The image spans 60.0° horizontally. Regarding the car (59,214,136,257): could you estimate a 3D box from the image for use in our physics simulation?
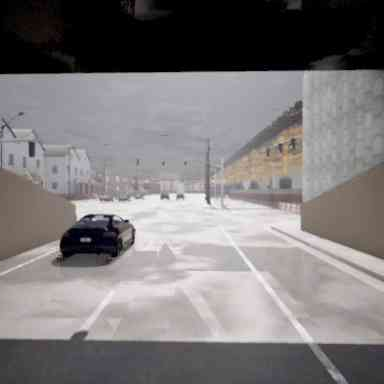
[{"bbox_3d":[-3.427,1.516,12.771,1.994,1.385,4.181,0,0,0],"label":"car"}]

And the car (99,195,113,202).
[{"bbox_3d":[-16.879,1.284,65.785,1.812,1.442,4.674,0,0,2],"label":"car"}]

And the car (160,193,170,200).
[{"bbox_3d":[-6.123,1.016,75.565,1.882,1.535,5.008,0,0,1],"label":"car"}]

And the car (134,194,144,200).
[{"bbox_3d":[-12.973,1.198,81.470,1.837,1.490,4.892,0,0,1],"label":"car"}]

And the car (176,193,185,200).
[{"bbox_3d":[-2.624,1.039,75.475,1.837,1.490,4.892,0,0,1],"label":"car"}]

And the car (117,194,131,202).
[{"bbox_3d":[-13.382,1.260,65.824,1.837,1.490,4.892,0,1,2],"label":"car"}]

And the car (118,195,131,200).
[{"bbox_3d":[-16.476,1.294,81.414,1.895,1.301,4.718,0,0,1],"label":"car"}]
